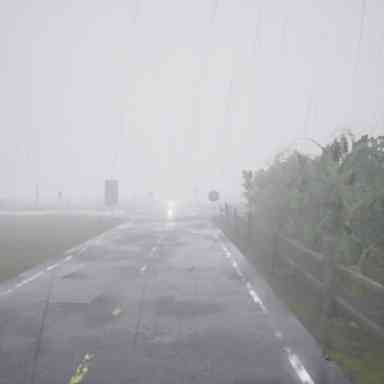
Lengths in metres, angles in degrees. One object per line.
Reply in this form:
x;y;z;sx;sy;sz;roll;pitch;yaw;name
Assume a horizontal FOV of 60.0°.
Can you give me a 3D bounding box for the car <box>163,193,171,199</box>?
-6.640;1.082;87.635;1.812;1.442;4.674;0;0;-5;car
